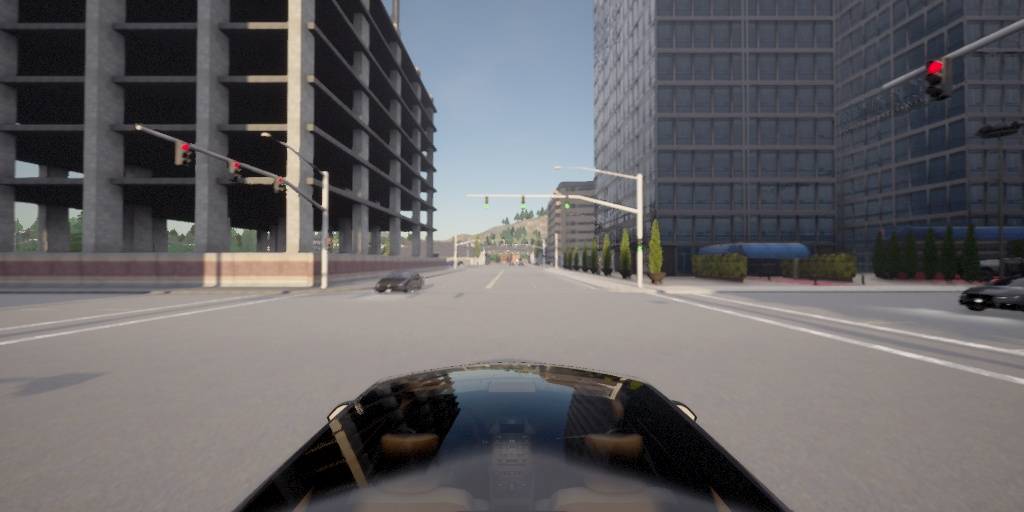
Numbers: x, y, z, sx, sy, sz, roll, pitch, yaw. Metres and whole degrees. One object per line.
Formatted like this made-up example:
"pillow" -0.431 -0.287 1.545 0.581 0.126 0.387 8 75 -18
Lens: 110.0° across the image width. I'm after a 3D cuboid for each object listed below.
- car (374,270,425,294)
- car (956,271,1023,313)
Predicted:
"car" -7.015 1.616 23.035 2.033 1.411 5.357 0 -1 0
"car" 19.705 1.410 13.311 4.892 1.490 1.837 0 -1 0
